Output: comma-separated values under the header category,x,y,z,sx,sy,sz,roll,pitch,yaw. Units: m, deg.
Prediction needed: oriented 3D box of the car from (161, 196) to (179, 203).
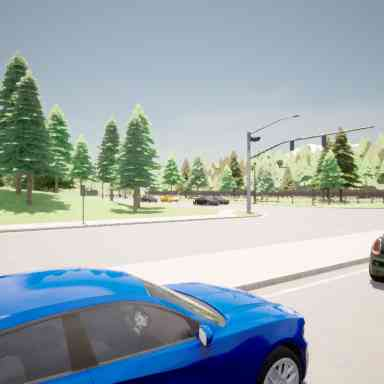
category,x,y,z,sx,sy,sz,roll,pitch,yaw
car,-4.512,1.478,68.448,1.882,1.535,5.008,0,0,-35

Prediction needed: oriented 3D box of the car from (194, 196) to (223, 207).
category,x,y,z,sx,sy,sz,roll,pitch,yaw
car,2.224,1.477,52.539,1.882,1.535,5.008,0,0,-35

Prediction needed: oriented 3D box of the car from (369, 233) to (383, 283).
category,x,y,z,sx,sy,sz,roll,pitch,yaw
car,6.520,1.352,8.418,4.553,1.767,2.097,0,0,-35

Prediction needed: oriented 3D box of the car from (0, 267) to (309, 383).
category,x,y,z,sx,sy,sz,roll,pitch,yaw
car,-0.979,1.478,3.049,5.008,1.535,1.882,0,0,-35

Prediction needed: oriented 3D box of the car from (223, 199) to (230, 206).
category,x,y,z,sx,sy,sz,roll,pitch,yaw
car,4.229,1.477,55.788,1.882,1.535,5.008,0,0,-35

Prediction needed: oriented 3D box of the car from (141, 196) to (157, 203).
category,x,y,z,sx,sy,sz,roll,pitch,yaw
car,-8.928,1.505,68.674,1.837,1.490,4.892,0,0,-35
